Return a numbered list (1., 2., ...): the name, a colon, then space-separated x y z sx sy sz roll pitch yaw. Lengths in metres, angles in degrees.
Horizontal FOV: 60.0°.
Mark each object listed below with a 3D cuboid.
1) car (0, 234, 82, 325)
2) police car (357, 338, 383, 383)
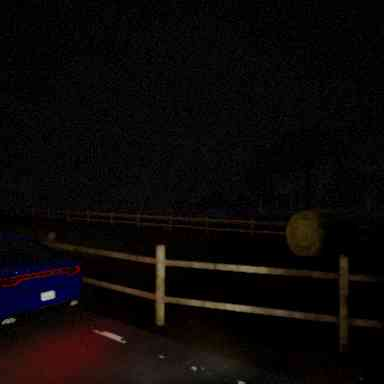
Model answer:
1. car: -4.458 1.653 7.212 5.008 1.535 1.882 -1 -2 37
2. police car: 3.475 1.488 1.306 5.238 1.638 1.930 -1 -2 37
